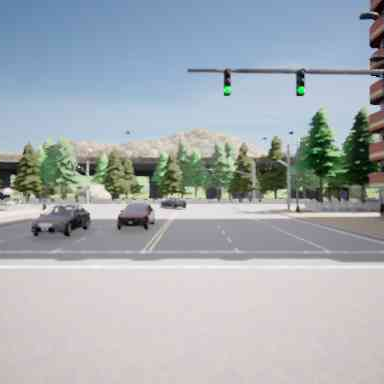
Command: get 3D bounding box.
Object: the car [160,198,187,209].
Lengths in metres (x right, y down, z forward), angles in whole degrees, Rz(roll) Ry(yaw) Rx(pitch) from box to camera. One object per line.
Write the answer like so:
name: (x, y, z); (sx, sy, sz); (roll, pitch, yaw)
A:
car: (-2.604, 1.518, 45.255); (2.128, 1.511, 4.902); (0, 0, -34)

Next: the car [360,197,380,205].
car: (25.458, 1.481, 45.405); (4.902, 1.511, 2.128); (0, 0, 0)

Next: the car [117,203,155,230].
car: (-3.542, 1.500, 21.754); (1.882, 1.535, 5.008); (0, 0, 0)

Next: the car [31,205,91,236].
car: (-7.064, 1.510, 18.433); (2.128, 1.511, 4.902); (0, 0, 0)
